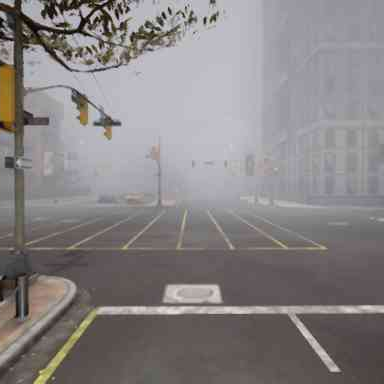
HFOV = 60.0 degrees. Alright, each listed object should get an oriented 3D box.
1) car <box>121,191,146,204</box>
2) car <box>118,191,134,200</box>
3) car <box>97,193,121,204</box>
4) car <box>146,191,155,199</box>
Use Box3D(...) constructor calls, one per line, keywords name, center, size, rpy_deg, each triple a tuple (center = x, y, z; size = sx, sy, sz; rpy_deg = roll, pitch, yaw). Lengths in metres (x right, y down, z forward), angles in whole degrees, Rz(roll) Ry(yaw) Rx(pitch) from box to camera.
Box3D(name="car", center=(-8.073, 0.800, 46.086), size=(1.882, 1.535, 5.008), rpy_deg=(0, 1, 0))
Box3D(name="car", center=(-11.485, 0.651, 58.250), size=(1.837, 1.490, 4.892), rpy_deg=(0, 0, 0))
Box3D(name="car", center=(-11.574, 0.891, 45.783), size=(1.994, 1.385, 4.181), rpy_deg=(0, 1, 0))
Box3D(name="car", center=(-7.983, 0.444, 62.241), size=(1.994, 1.385, 4.181), rpy_deg=(0, 1, 0))
